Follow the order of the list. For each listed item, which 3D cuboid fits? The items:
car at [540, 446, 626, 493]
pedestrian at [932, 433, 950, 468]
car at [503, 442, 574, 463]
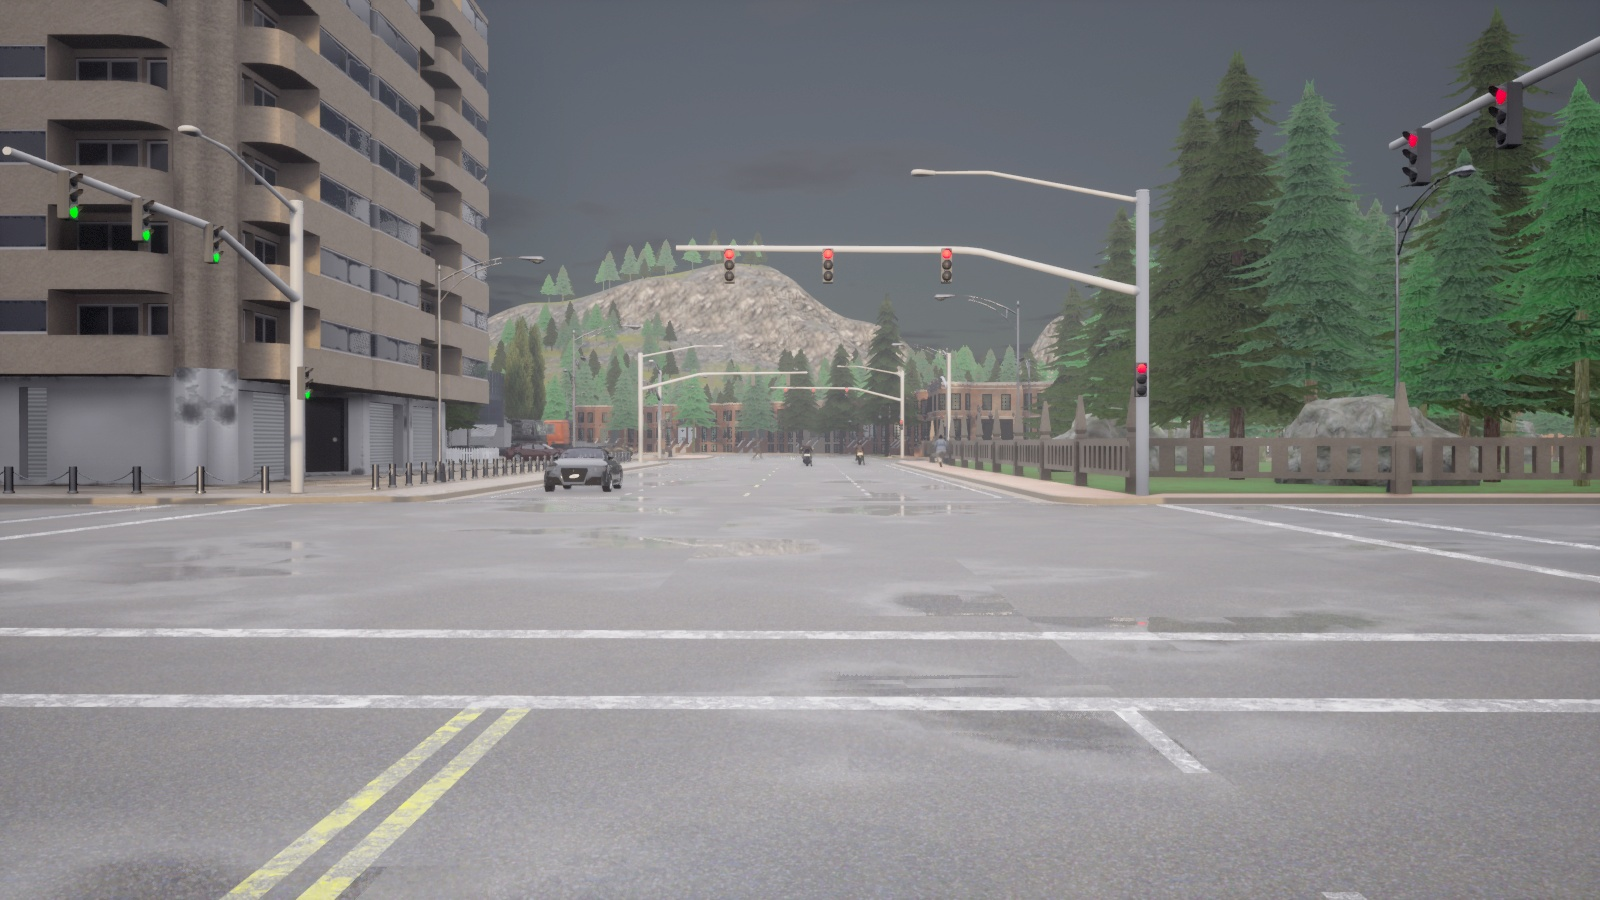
[{"bbox_3d":[-6.774,0.582,39.592,1.994,1.385,4.181,0,0,0],"label":"car"},{"bbox_3d":[7.610,0.028,67.877,0.874,1.855,0.900,0,0,-2],"label":"pedestrian"},{"bbox_3d":[-19.808,0.170,95.341,5.008,1.535,1.882,0,0,0],"label":"car"}]
